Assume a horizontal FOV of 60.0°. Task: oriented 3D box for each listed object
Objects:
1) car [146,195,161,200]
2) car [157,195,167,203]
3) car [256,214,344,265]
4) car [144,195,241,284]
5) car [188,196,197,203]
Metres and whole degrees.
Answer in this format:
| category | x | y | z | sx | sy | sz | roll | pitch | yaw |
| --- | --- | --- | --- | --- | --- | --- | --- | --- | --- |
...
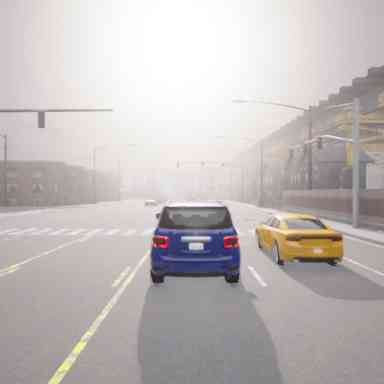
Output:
| category | x | y | z | sx | sy | sz | roll | pitch | yaw |
| --- | --- | --- | --- | --- | --- | --- | --- | --- | --- |
| car | -7.064 | 1.660 | 57.934 | 2.033 | 1.411 | 5.357 | 0 | 0 | 0 |
| car | -6.988 | 1.512 | 77.866 | 2.097 | 1.767 | 4.553 | 0 | 0 | 0 |
| car | 3.577 | 1.516 | 11.893 | 1.882 | 1.535 | 5.008 | 0 | 0 | 0 |
| car | 0.066 | 1.248 | 9.806 | 2.150 | 2.045 | 5.566 | 0 | 0 | 0 |
| car | 0.013 | 1.716 | 77.627 | 2.033 | 1.411 | 5.357 | 0 | 0 | 0 |
